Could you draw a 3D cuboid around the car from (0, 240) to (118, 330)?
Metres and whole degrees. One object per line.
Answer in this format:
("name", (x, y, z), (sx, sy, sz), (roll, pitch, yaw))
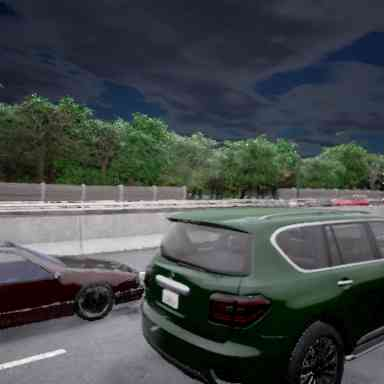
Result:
("car", (-3.535, 1.549, 5.531), (5.357, 1.411, 2.033), (1, 0, -36))

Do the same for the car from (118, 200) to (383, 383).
("car", (1.948, 1.254, 5.131), (5.566, 2.045, 2.150), (0, 0, -35))

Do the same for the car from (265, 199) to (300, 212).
("car", (11.564, 1.687, 42.290), (4.674, 1.442, 1.812), (0, 0, -35))

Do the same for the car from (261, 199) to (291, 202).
("car", (5.750, 1.466, 25.267), (4.553, 1.767, 2.097), (0, 0, -35))

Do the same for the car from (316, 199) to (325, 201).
("car", (16.272, 1.673, 41.344), (4.892, 1.490, 1.837), (0, 0, -35))

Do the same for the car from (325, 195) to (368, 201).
("car", (18.344, 1.390, 38.526), (5.566, 2.045, 2.150), (0, 0, -35))
